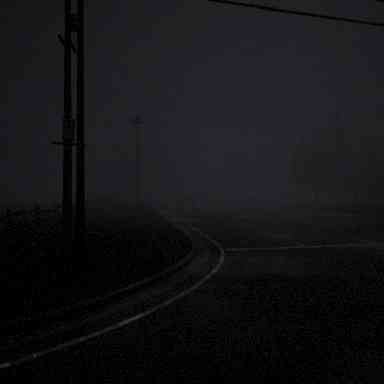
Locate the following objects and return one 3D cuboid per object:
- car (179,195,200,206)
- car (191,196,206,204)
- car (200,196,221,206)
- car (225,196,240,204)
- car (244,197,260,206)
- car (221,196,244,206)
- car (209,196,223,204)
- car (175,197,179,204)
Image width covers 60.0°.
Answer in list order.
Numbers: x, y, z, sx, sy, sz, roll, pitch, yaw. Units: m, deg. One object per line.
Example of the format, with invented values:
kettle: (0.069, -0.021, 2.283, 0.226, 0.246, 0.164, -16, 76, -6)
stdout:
car: (-0.476, 1.399, 55.734, 2.097, 1.767, 4.553, 0, 0, -10)
car: (1.308, 1.548, 66.231, 2.128, 1.511, 4.902, 0, 0, -10)
car: (2.998, 1.575, 56.180, 1.812, 1.442, 4.674, 0, 0, -10)
car: (8.212, 1.587, 67.391, 1.812, 1.442, 4.674, 0, 0, -10)
car: (9.959, 1.601, 56.997, 2.033, 1.411, 5.357, 0, 0, -10)
car: (6.508, 1.599, 56.415, 2.033, 1.411, 5.357, 0, 0, -10)
car: (4.760, 1.564, 66.810, 1.837, 1.490, 4.892, 0, 0, -10)
car: (-2.143, 1.601, 65.651, 2.033, 1.411, 5.357, 0, 0, -10)
